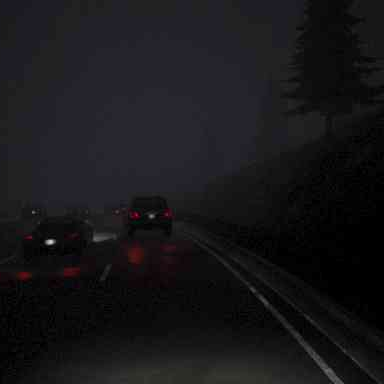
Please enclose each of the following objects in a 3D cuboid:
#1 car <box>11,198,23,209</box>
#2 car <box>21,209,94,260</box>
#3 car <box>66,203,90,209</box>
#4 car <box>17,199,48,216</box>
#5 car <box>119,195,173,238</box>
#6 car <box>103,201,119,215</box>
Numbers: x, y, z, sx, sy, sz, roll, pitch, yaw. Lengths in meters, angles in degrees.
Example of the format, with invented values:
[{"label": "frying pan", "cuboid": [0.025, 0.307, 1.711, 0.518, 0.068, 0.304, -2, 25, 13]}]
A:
[{"label": "car", "cuboid": [-24.898, 1.669, 48.259, 1.812, 1.442, 4.674, -1, 0, -22]}, {"label": "car", "cuboid": [-4.940, 1.579, 12.709, 1.994, 1.385, 4.181, -1, 0, -11]}, {"label": "car", "cuboid": [-9.689, 1.614, 28.327, 1.895, 1.301, 4.718, -1, 0, -21]}, {"label": "car", "cuboid": [-13.640, 1.631, 28.951, 1.994, 1.385, 4.181, -1, 0, -21]}, {"label": "car", "cuboid": [-2.496, 1.180, 17.763, 2.150, 2.045, 5.566, -1, 0, -15]}, {"label": "car", "cuboid": [-7.785, 1.566, 33.225, 1.895, 1.301, 4.718, -1, 0, -21]}]
